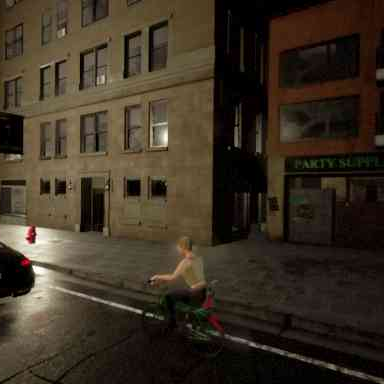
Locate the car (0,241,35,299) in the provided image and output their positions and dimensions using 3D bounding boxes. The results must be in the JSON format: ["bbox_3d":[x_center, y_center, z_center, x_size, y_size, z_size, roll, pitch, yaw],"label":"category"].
[{"bbox_3d":[-5.353,1.562,7.402,4.181,1.385,1.994,0,0,36],"label":"car"}]

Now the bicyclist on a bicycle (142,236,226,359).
[{"bbox_3d":[-0.170,1.436,4.776,1.509,1.612,0.866,0,0,35],"label":"bicyclist on a bicycle"}]
